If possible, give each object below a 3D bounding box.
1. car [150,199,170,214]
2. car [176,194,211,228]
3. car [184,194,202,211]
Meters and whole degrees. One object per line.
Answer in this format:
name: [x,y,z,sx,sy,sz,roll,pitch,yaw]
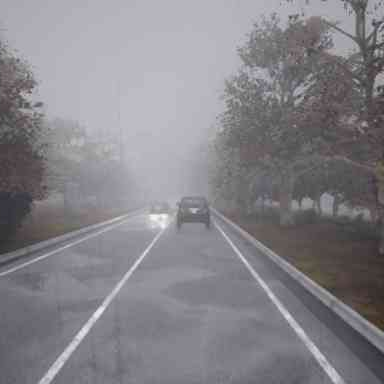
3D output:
car: [-3.588,1.594,37.660,2.128,1.511,4.902,0,0,0]
car: [0.098,1.293,22.820,2.150,2.045,5.566,0,0,0]
car: [0.084,1.322,43.127,2.150,2.045,5.566,0,0,0]
